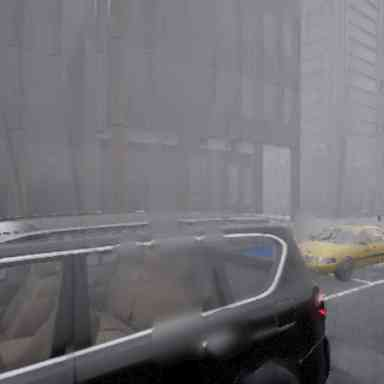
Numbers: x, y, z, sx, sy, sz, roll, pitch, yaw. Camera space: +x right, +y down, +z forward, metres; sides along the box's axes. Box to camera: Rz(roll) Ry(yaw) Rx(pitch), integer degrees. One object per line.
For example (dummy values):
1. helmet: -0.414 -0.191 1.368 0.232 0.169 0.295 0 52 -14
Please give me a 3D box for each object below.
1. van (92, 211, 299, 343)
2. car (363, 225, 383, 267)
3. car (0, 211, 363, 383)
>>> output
1. van: 0.216 1.367 6.805 3.998 1.788 1.690 0 0 -35
2. car: 4.667 1.588 9.977 4.829 1.417 1.752 0 0 -35
3. car: -1.265 1.223 2.475 5.566 2.045 2.150 0 0 -35
